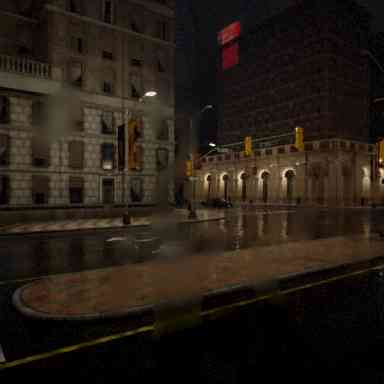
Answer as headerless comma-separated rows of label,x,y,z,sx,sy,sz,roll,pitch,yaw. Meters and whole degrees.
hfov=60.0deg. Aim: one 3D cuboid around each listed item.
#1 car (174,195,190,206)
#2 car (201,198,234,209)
car,-2.114,1.526,54.797,1.812,1.442,4.674,0,0,-35
car,3.454,1.547,46.941,2.033,1.411,5.357,0,0,-36
